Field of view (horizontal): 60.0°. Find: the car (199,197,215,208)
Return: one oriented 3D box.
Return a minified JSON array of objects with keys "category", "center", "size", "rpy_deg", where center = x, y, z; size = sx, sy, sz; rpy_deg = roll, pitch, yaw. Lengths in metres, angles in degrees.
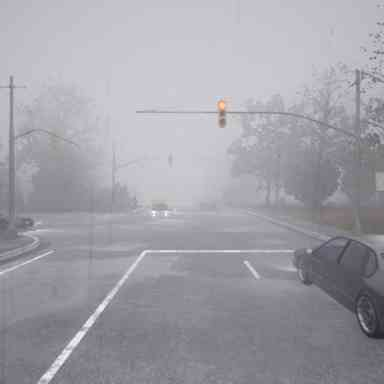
[{"category":"car","center":[2.380,1.550,52.896],"size":[2.097,1.767,4.553],"rpy_deg":[0,-1,-5]}]

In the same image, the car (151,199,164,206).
[{"category":"car","center":[-7.139,2.080,67.705],"size":[2.033,1.411,5.357],"rpy_deg":[0,-1,-12]}]

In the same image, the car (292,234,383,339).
[{"category":"car","center":[3.591,1.547,6.501],"size":[2.033,1.411,5.357],"rpy_deg":[0,0,0]}]

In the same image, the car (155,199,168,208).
[{"category":"car","center":[-5.010,1.786,54.393],"size":[2.033,1.411,5.357],"rpy_deg":[0,-1,-7]}]

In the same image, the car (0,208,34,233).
[{"category":"car","center":[-11.503,1.603,19.325],"size":[4.181,1.385,1.994],"rpy_deg":[0,0,4]}]

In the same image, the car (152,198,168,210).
[{"category":"car","center":[-4.138,1.559,43.881],"size":[1.882,1.535,5.008],"rpy_deg":[0,-1,-3]}]
